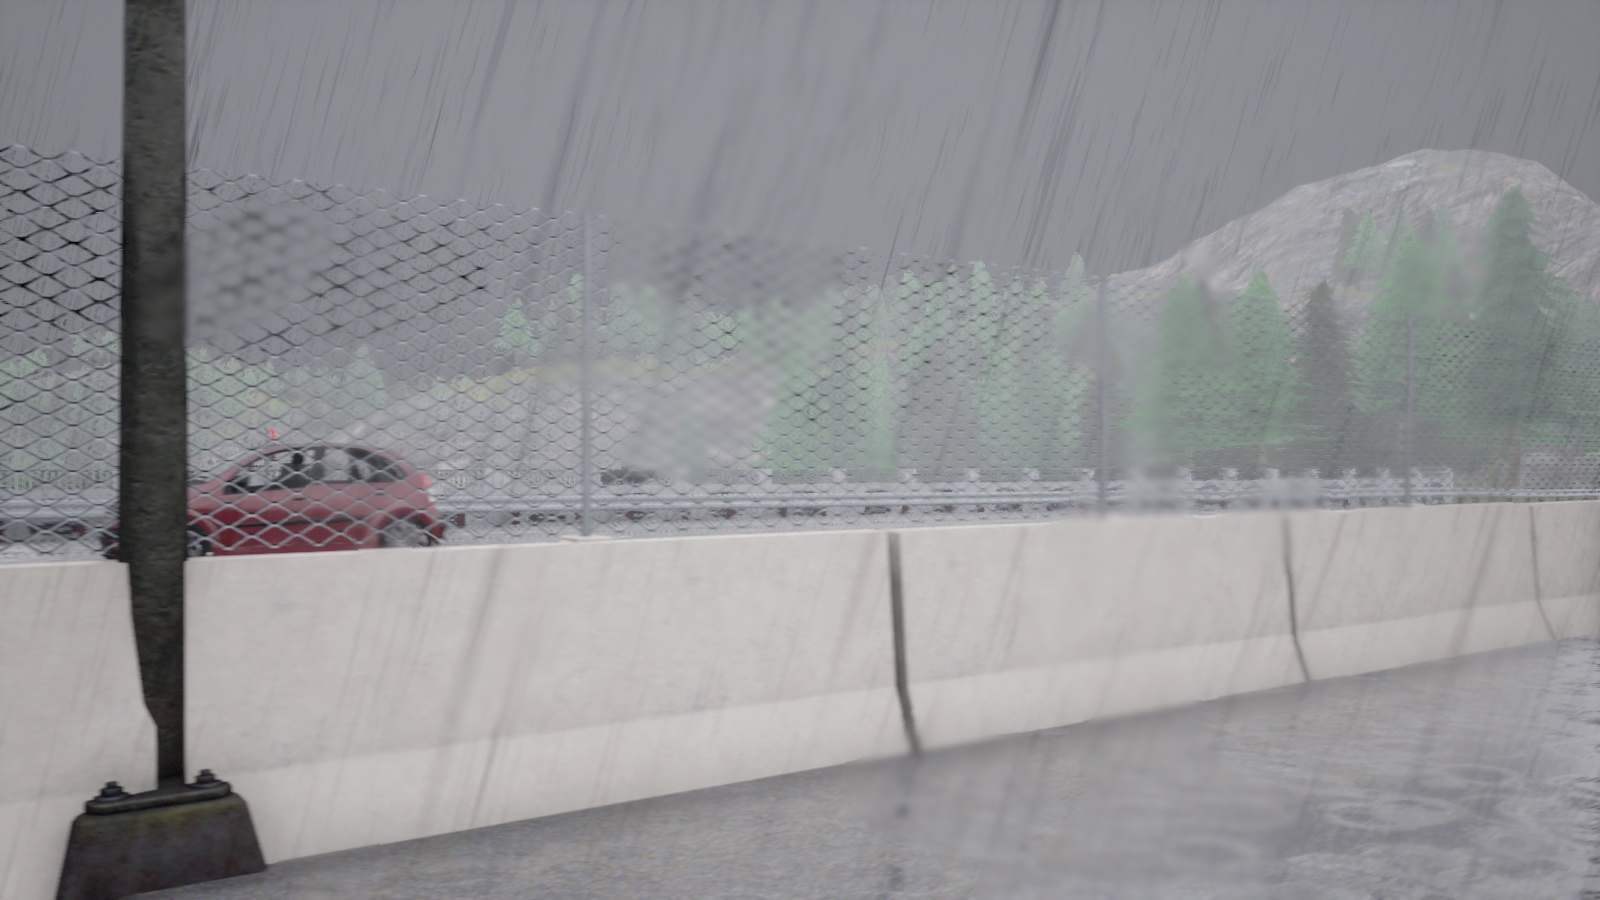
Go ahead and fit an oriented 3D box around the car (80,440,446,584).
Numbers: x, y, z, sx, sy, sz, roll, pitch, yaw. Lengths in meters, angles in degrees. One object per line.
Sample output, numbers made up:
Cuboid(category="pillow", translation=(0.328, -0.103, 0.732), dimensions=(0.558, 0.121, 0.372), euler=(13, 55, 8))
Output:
Cuboid(category="car", translation=(-6.785, 0.696, 15.994), dimensions=(3.988, 1.617, 1.851), euler=(0, 0, -35))
